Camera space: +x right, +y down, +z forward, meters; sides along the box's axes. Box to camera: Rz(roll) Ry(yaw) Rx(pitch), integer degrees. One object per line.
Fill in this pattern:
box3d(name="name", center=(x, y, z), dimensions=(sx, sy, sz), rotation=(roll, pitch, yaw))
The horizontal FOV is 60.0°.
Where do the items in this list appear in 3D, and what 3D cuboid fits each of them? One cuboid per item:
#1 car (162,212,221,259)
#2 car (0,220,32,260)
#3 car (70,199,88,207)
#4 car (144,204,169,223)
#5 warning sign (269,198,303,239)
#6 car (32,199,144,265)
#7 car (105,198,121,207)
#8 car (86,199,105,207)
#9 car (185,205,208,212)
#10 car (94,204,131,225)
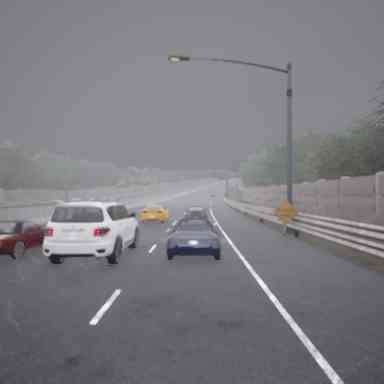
box3d(name="car", center=(0.097, 1.705, 13.244), dimensions=(1.994, 1.385, 4.181), rotation=(0, -1, 1))
box3d(name="car", center=(-6.912, 1.736, 13.020), dimensions=(1.895, 1.301, 4.718), rotation=(0, -1, 1))
box3d(name="car", center=(-22.640, 2.170, 66.691), dimensions=(1.895, 1.301, 4.718), rotation=(0, 0, 3))
box3d(name="car", center=(-3.113, 1.816, 28.900), dimensions=(1.882, 1.535, 5.008), rotation=(0, 0, 2))
box3d(name="warning sign", center=(4.704, 1.303, 16.752), dimensions=(1.300, 1.860, 1.060), rotation=(2, 2, 1))
box3d(name="car", center=(-3.427, 1.353, 12.351), dimensions=(2.150, 2.045, 5.566), rotation=(0, 0, 1))
box3d(name="car", center=(-15.654, 2.065, 66.286), dimensions=(1.882, 1.535, 5.008), rotation=(0, 0, 3))
box3d(name="car", center=(-19.146, 2.121, 66.493), dimensions=(2.033, 1.411, 5.357), rotation=(0, 0, 3))
box3d(name="car", center=(0.374, 1.863, 28.493), dimensions=(1.812, 1.442, 4.674), rotation=(0, -1, 2))
box3d(name="car", center=(-6.637, 1.834, 28.263), dimensions=(1.837, 1.490, 4.892), rotation=(0, 0, 2))
